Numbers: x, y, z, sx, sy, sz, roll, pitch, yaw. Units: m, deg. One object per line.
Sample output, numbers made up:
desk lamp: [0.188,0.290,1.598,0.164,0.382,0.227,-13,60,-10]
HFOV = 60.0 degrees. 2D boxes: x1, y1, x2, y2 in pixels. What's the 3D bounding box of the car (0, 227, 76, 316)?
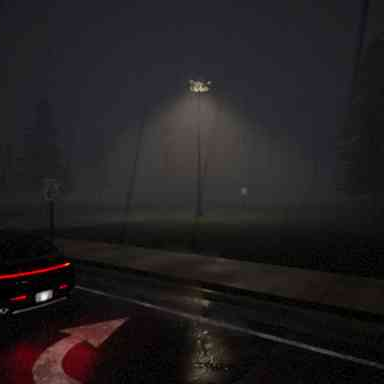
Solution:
car: [-4.502,1.516,7.074,4.892,1.490,1.837,0,0,35]
